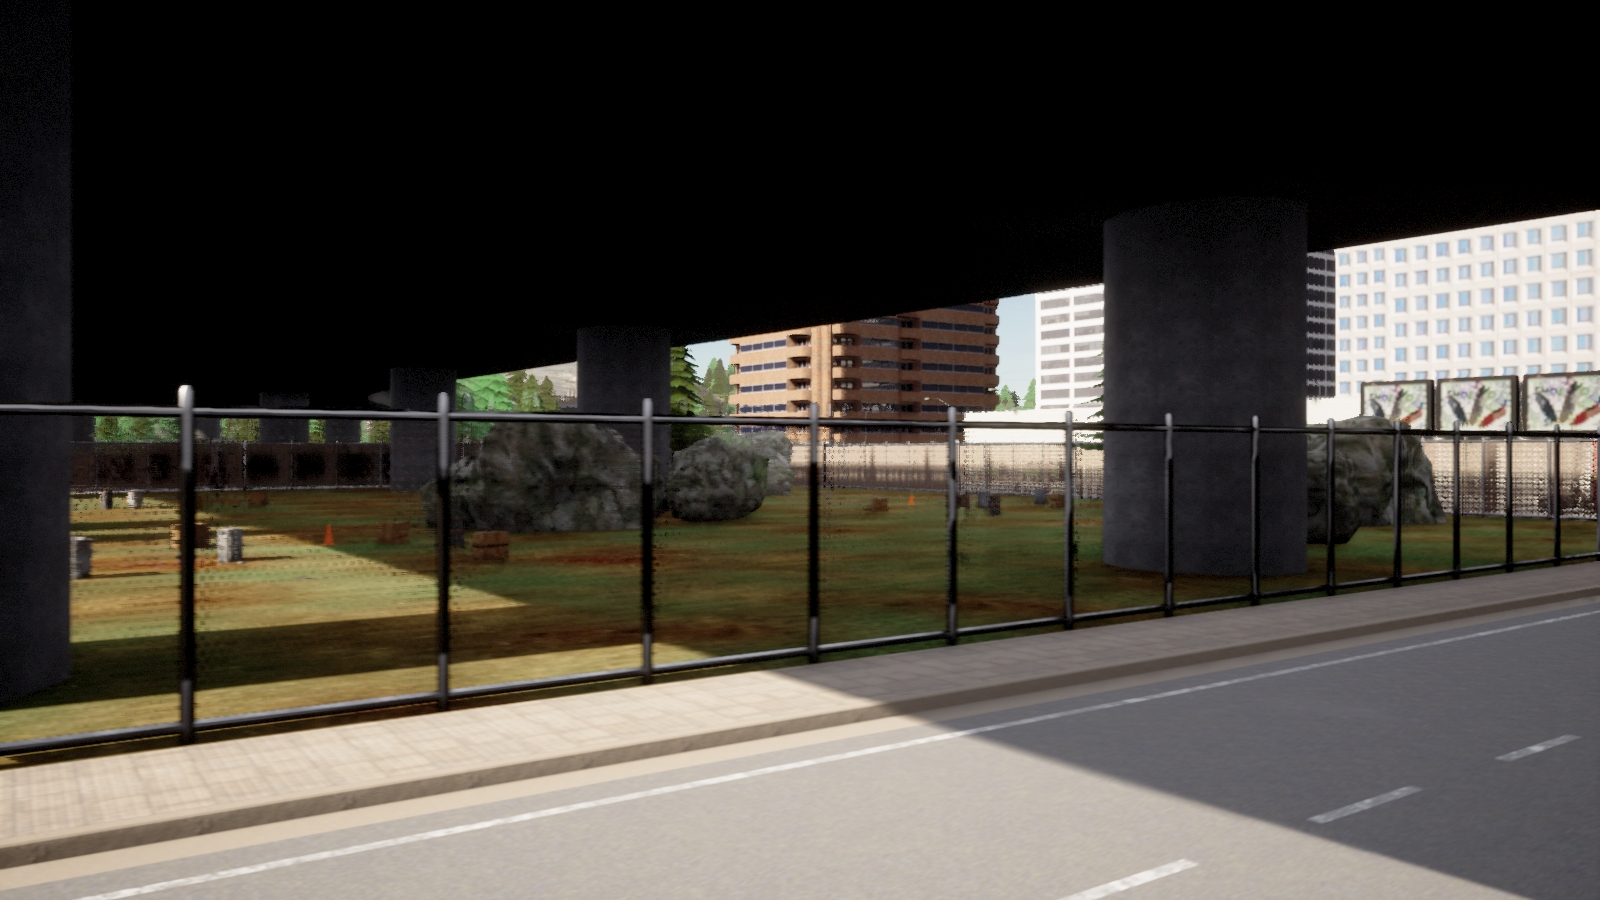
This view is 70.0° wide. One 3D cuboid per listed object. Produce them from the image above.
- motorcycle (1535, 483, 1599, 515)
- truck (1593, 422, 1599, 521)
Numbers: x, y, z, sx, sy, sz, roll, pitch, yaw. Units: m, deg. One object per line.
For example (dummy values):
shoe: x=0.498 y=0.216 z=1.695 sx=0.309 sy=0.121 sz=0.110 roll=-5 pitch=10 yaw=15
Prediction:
motorcycle: x=33.460 y=2.113 z=49.723 sx=0.764 sy=1.277 sz=2.356 roll=0 pitch=0 yaw=-35
truck: x=34.431 y=0.837 z=41.737 sx=2.891 sy=3.827 sz=8.468 roll=0 pitch=0 yaw=-35
